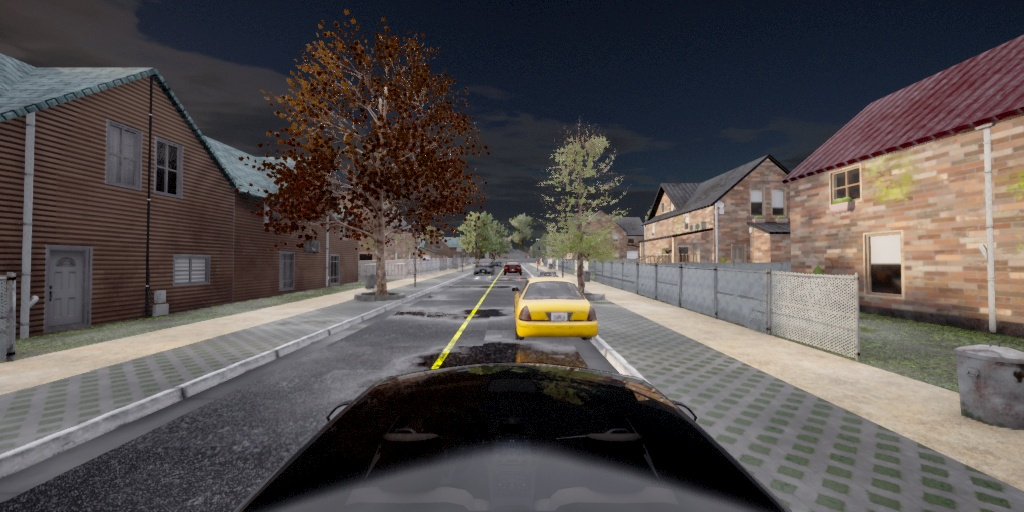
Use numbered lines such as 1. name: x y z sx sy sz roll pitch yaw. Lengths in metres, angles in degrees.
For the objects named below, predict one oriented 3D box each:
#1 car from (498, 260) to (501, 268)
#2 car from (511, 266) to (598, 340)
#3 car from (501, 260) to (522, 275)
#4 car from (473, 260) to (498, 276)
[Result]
1. car: -2.733 1.373 62.210 1.994 1.385 4.181 0 0 0
2. car: 0.964 1.210 9.873 1.801 1.575 5.366 0 0 0
3. car: 0.089 1.254 38.814 1.882 1.535 5.008 0 0 0
4. car: -2.840 1.339 37.128 1.994 1.385 4.181 0 0 0
